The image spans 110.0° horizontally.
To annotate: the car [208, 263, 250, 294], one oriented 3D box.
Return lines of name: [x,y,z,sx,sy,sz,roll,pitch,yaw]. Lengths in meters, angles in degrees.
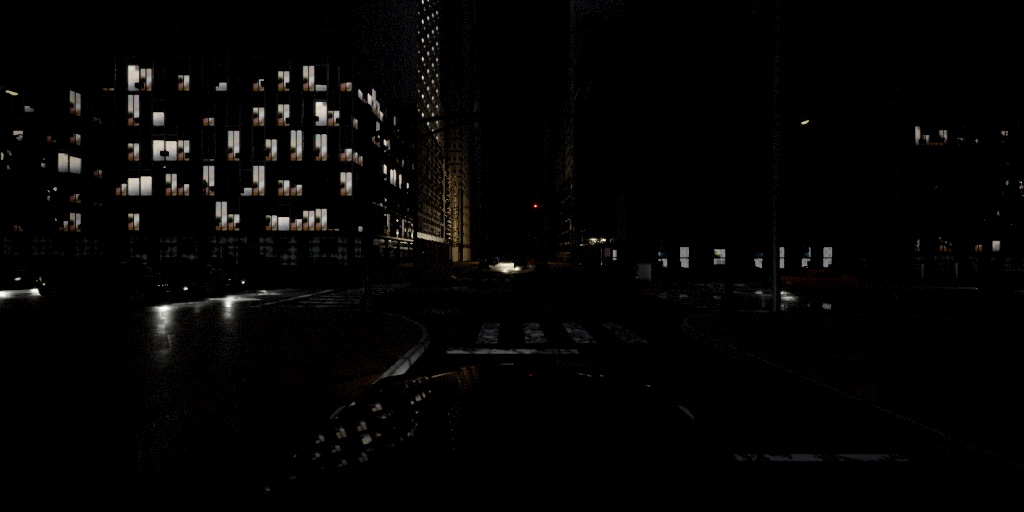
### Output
car: [-15.510,0.994,17.358,4.892,1.490,1.837,1,0,-3]

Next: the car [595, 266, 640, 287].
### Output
car: [6.068,1.385,25.076,5.357,1.411,2.033,2,0,-3]

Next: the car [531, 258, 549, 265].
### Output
car: [3.915,1.329,46.680,1.948,1.339,4.313,0,0,0]

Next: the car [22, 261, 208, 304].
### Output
car: [-15.362,0.998,14.112,4.892,1.490,1.837,1,0,-3]

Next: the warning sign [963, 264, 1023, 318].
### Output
warning sign: [17.272,1.204,12.881,1.060,1.860,1.300,0,0,-3]

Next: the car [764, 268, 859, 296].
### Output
car: [18.697,1.589,22.408,5.008,1.535,1.882,1,0,-3]

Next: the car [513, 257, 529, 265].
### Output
car: [1.337,1.107,60.765,2.097,1.767,4.553,0,0,0]

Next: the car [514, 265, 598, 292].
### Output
car: [2.459,1.393,21.639,4.718,1.301,1.895,1,0,-3]

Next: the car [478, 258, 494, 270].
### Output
car: [-4.039,1.342,52.171,1.802,1.307,4.207,0,0,0]

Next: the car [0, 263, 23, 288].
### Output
car: [-25.387,0.873,16.903,4.181,1.385,1.994,1,0,-3]

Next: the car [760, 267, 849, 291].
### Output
car: [20.922,1.628,25.765,5.008,1.535,1.882,1,0,-3]
